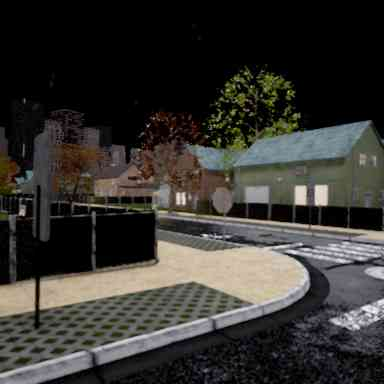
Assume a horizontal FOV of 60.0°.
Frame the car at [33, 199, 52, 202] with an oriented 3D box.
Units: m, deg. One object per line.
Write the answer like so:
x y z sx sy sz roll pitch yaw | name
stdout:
-20.568 1.321 45.701 1.837 1.490 4.892 1 -1 -37 | car
